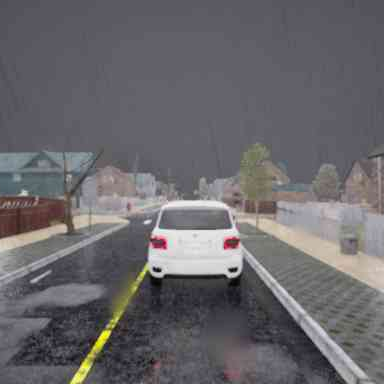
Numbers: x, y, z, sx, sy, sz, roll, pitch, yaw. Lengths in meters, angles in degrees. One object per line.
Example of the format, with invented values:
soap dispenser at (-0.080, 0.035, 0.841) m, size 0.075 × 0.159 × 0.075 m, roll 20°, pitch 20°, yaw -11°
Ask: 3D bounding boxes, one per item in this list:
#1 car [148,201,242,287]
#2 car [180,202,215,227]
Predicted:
car at (0.104, 1.255, 9.586) m, size 2.150 × 2.045 × 5.566 m, roll 0°, pitch 0°, yaw 1°
car at (0.565, 1.592, 24.665) m, size 2.128 × 1.511 × 4.902 m, roll 0°, pitch 0°, yaw 7°
